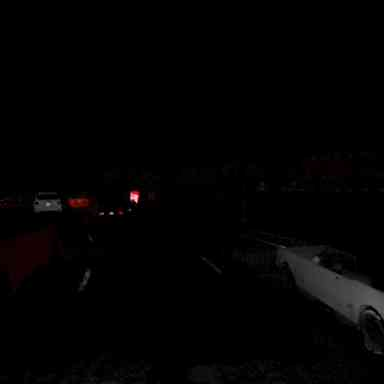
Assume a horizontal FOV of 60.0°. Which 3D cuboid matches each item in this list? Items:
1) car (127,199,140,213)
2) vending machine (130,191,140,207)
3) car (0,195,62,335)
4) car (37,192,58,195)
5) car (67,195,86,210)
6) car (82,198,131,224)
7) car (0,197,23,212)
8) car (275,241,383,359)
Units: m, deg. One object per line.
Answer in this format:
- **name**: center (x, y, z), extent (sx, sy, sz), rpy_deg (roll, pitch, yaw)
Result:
- **car**: center (-6.665, 1.361, 32.888), extent (1.895, 1.301, 4.718), rpy_deg (-1, 1, -25)
- **vending machine**: center (-7.631, 0.864, 44.537), extent (1.100, 2.100, 0.880), rpy_deg (-1, 1, -25)
- **car**: center (-4.233, 1.188, 6.518), extent (2.150, 2.045, 5.566), rpy_deg (0, 0, -9)
- **car**: center (-12.628, 1.043, 29.073), extent (2.150, 2.045, 5.566), rpy_deg (0, 1, -24)
- **car**: center (-13.660, 1.090, 39.762), extent (2.097, 1.767, 4.553), rpy_deg (-1, 0, -25)
- **car**: center (-6.083, 1.385, 23.146), extent (2.033, 1.411, 5.357), rpy_deg (0, 1, -24)
- **car**: center (-20.179, 1.357, 37.187), extent (1.994, 1.385, 4.181), rpy_deg (-1, 1, -25)
- **car**: center (3.140, 1.535, 5.907), extent (1.895, 1.301, 4.718), rpy_deg (0, 0, -7)
